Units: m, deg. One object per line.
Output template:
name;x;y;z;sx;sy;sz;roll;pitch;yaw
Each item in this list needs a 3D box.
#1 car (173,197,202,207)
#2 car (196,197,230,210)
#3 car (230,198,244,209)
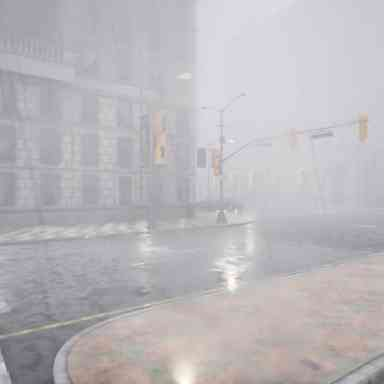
car;-0.798;1.547;52.624;2.033;1.411;5.357;0;0;-35
car;2.326;1.564;42.245;1.994;1.385;4.181;0;0;-36
car;4.887;1.505;44.678;1.837;1.490;4.892;0;0;-36
